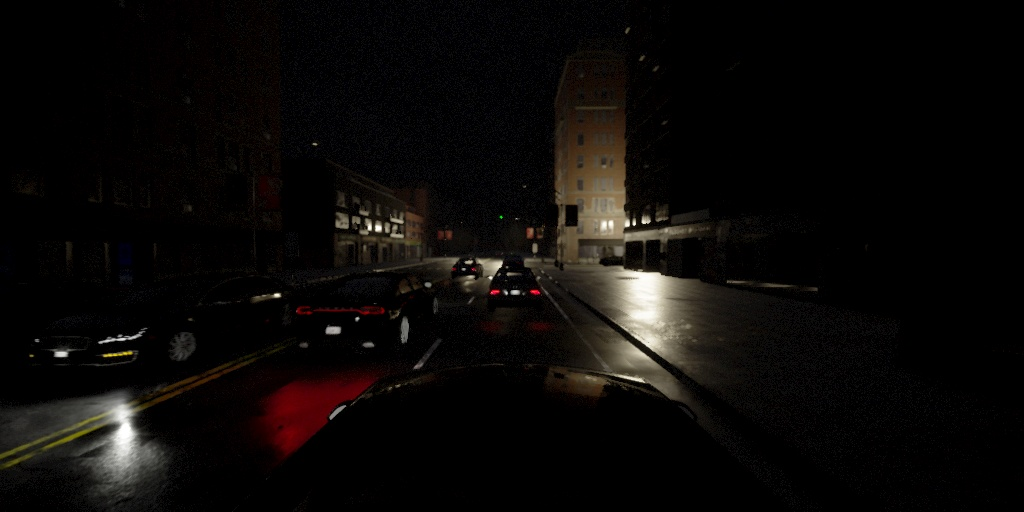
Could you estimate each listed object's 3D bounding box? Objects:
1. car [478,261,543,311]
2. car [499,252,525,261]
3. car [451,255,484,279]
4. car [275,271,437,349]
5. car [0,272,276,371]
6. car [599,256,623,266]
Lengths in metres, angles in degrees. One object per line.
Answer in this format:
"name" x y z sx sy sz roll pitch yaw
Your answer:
"car" 0.099 1.088 13.215 2.033 1.411 5.357 0 1 0
"car" 0.096 0.700 30.926 1.882 1.535 5.008 0 1 0
"car" -3.154 0.859 25.900 2.033 1.411 5.357 0 1 0
"car" -3.149 1.098 8.787 1.882 1.535 5.008 0 1 0
"car" -6.601 1.146 7.672 1.837 1.490 4.892 0 1 0
"car" 12.390 0.608 42.106 4.313 1.339 1.948 0 0 0
